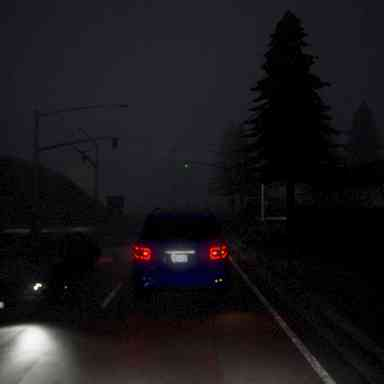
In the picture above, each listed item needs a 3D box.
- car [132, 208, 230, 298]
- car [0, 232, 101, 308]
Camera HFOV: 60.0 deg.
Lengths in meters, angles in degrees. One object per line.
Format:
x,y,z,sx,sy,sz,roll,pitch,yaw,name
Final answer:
-0.242,1.441,9.332,2.150,2.045,5.566,0,-1,0,car
-3.840,1.824,8.979,2.033,1.411,5.357,-2,-1,-3,car
